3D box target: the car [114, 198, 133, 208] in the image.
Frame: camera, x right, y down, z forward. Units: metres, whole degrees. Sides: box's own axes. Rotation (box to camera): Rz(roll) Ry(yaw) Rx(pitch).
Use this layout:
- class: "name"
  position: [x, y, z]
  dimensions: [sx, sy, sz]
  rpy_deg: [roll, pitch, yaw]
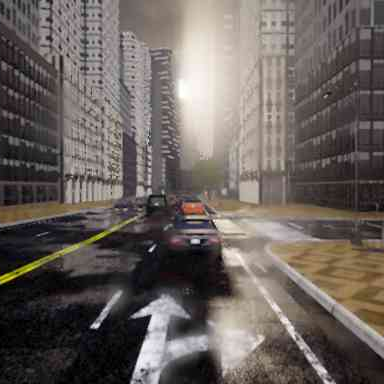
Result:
- class: "car"
  position: [-9.816, 1.595, 47.943]
  dimensions: [2.033, 1.411, 5.357]
  rpy_deg: [0, 0, 0]

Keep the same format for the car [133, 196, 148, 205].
- class: "car"
  position: [-9.764, 1.565, 63.784]
  dimensions: [2.128, 1.511, 4.902]
  rpy_deg: [0, 0, 0]

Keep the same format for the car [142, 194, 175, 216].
- class: "car"
  position: [-3.154, 1.234, 32.458]
  dimensions: [2.150, 2.045, 5.566]
  rpy_deg: [0, -1, 0]

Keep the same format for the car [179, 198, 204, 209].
- class: "car"
  position: [0.104, 1.383, 33.498]
  dimensions: [2.097, 1.767, 4.553]
  rpy_deg: [0, 0, 0]

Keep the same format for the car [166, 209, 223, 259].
- class: "car"
  position: [0.096, 1.580, 12.583]
  dimensions: [2.033, 1.411, 5.357]
  rpy_deg: [0, -1, 0]

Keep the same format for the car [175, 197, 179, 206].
- class: "car"
  position: [-3.149, 1.580, 54.947]
  dimensions: [1.812, 1.442, 4.674]
  rpy_deg: [0, 0, 0]

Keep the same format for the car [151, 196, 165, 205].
- class: "car"
  position: [-6.513, 1.565, 63.782]
  dimensions: [2.128, 1.511, 4.902]
  rpy_deg: [0, 0, 0]

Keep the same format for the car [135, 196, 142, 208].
- class: "car"
  position: [-6.566, 1.595, 47.943]
  dimensions: [2.033, 1.411, 5.357]
  rpy_deg: [0, 0, 0]
